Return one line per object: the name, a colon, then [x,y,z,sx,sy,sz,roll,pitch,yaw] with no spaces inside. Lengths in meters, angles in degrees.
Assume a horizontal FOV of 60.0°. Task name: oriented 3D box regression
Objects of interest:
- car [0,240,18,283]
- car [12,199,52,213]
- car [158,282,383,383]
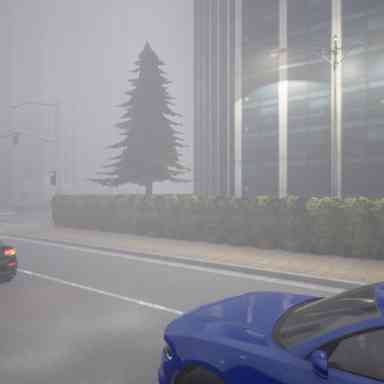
car: [-6.170,1.521,8.350,4.674,1.442,1.812,0,0,36]
car: [-17.186,1.531,37.439,2.033,1.411,5.357,0,0,36]
car: [1.957,1.478,2.597,5.008,1.535,1.882,0,0,36]
